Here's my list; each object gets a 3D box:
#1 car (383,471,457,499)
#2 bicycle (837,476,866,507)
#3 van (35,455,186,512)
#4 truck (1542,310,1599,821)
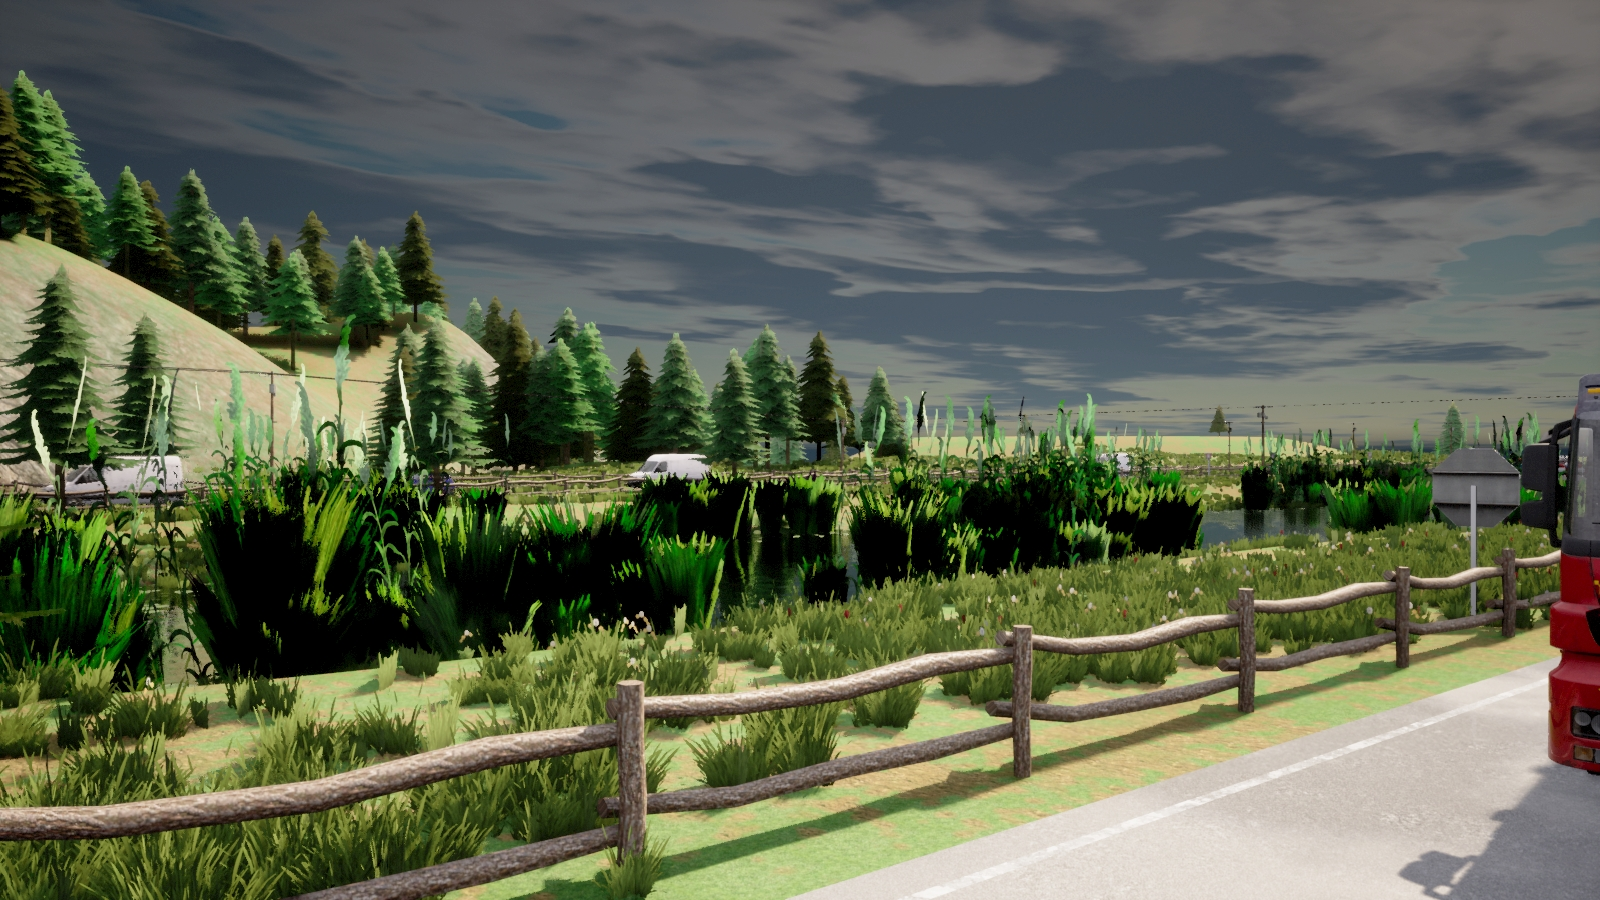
[{"bbox_3d":[-22.126,2.038,66.621,1.845,1.501,3.633,0,0,44],"label":"car"},{"bbox_3d":[2.528,2.029,56.039,1.643,1.496,0.373,0,0,-43],"label":"bicycle"},{"bbox_3d":[-33.012,1.535,54.879,1.988,2.561,5.915,0,0,42],"label":"van"},{"bbox_3d":[9.618,0.862,10.987,2.891,3.827,8.468,0,0,42],"label":"truck"}]
